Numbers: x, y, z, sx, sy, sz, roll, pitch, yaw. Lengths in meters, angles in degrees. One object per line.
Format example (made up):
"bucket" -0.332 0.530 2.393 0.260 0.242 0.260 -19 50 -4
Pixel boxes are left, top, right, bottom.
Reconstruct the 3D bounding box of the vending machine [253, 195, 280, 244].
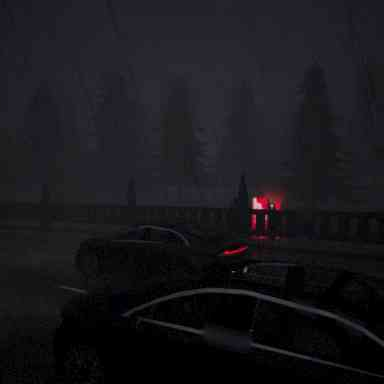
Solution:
"vending machine" 3.399 1.195 15.197 0.880 2.100 1.100 0 0 32

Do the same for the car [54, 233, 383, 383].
"car" 0.605 1.492 3.358 4.902 1.511 2.128 0 0 34

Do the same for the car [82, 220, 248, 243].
"car" -0.892 1.490 8.511 4.902 1.511 2.128 0 0 32

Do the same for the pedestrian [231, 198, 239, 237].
"pedestrian" 1.935 1.141 14.381 0.375 1.860 0.375 0 0 32
